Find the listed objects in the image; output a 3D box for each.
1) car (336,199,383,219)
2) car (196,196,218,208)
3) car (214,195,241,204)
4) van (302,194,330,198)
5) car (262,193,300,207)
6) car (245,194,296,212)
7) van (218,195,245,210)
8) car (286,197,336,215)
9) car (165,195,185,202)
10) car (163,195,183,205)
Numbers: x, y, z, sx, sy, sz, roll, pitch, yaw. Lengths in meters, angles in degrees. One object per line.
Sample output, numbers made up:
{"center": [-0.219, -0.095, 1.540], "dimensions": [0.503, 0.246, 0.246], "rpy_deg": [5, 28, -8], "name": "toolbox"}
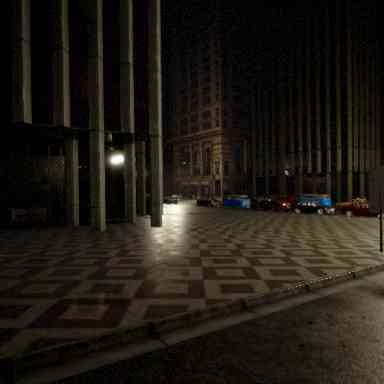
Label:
{"center": [15.331, 1.566, 28.892], "dimensions": [1.887, 1.381, 4.507], "rpy_deg": [-1, 1, -36], "name": "car"}
{"center": [2.407, 1.371, 46.820], "dimensions": [1.967, 1.590, 4.097], "rpy_deg": [-1, 1, -36], "name": "car"}
{"center": [6.010, 1.296, 56.419], "dimensions": [1.752, 1.417, 4.829], "rpy_deg": [-1, 1, -36], "name": "car"}
{"center": [15.795, 1.178, 42.830], "dimensions": [1.690, 1.788, 3.998], "rpy_deg": [-1, 1, -36], "name": "van"}
{"center": [12.565, 1.130, 47.313], "dimensions": [2.192, 1.841, 5.009], "rpy_deg": [-1, 1, -36], "name": "car"}
{"center": [8.867, 1.290, 37.855], "dimensions": [2.192, 1.841, 5.009], "rpy_deg": [-1, 1, -36], "name": "car"}
{"center": [5.636, 1.294, 42.338], "dimensions": [1.690, 1.788, 3.998], "rpy_deg": [-1, 1, -36], "name": "van"}
{"center": [12.100, 1.549, 33.375], "dimensions": [2.008, 1.369, 4.403], "rpy_deg": [-1, 1, -36], "name": "car"}
{"center": [-3.577, 1.257, 69.731], "dimensions": [2.008, 1.369, 4.403], "rpy_deg": [-1, 1, -36], "name": "car"}
{"center": [-4.054, 1.439, 55.786], "dimensions": [2.008, 1.369, 4.403], "rpy_deg": [-1, 1, -36], "name": "car"}
